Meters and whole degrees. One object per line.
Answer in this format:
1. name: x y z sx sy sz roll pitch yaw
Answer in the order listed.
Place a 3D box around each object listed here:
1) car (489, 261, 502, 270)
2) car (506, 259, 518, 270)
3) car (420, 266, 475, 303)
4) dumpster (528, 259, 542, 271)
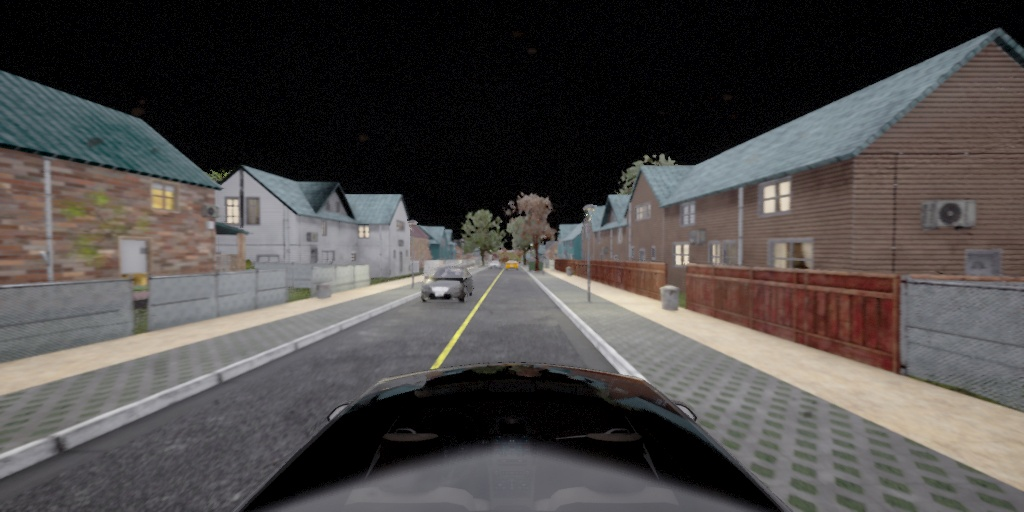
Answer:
1. car: -2.779 1.476 59.275 1.812 1.442 4.674 0 0 1
2. car: 0.007 1.401 55.672 1.882 1.535 5.008 0 0 0
3. car: -2.846 1.242 16.597 2.128 1.511 4.902 0 0 0
4. dumpster: 3.016 1.259 47.128 1.020 1.700 1.940 0 0 0
